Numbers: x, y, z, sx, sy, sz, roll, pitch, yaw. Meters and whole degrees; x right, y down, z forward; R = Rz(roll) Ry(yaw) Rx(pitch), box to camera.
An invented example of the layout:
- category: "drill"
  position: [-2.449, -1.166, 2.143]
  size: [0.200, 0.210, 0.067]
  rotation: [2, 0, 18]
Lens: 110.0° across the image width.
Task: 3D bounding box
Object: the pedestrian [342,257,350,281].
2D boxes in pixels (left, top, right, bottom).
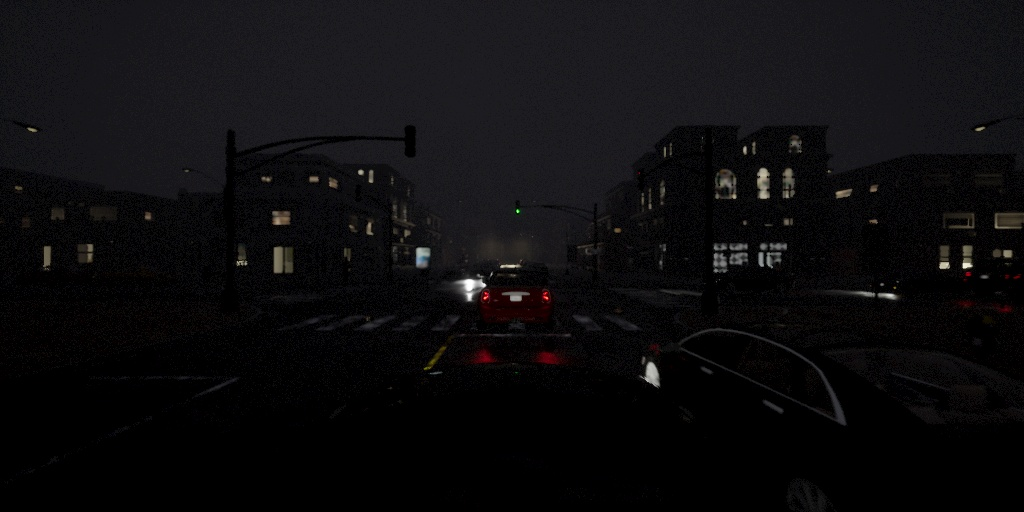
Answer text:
- category: "pedestrian"
  position: [-12.550, 0.949, 27.026]
  size: [0.375, 1.860, 0.375]
  rotation: [0, -1, 1]

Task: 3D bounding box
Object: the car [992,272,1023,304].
- category: "car"
  position: [23.644, 1.466, 15.096]
  size: [4.207, 1.307, 1.802]
  rotation: [0, 0, 1]

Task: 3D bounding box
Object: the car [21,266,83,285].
- category: "car"
  position: [-30.819, 1.288, 24.356]
  size: [4.207, 1.307, 1.802]
  rotation: [0, 0, 1]

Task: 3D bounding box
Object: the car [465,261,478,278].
- category: "car"
  position: [-3.070, 1.441, 34.746]
  size: [1.895, 1.301, 4.718]
  rotation: [0, 0, -1]

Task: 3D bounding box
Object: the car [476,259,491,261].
- category: "car"
  position: [-3.067, 1.432, 44.814]
  size: [1.994, 1.385, 4.181]
  rotation: [0, 0, 0]

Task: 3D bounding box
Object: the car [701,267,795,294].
- category: "car"
  position: [13.787, 1.388, 21.072]
  size: [4.892, 1.490, 1.837]
  rotation: [0, 0, 1]

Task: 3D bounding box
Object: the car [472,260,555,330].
- category: "car"
  position: [0.102, 1.128, 11.427]
  size: [2.097, 1.767, 4.553]
  rotation: [0, 0, 0]

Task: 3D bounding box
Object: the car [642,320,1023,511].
- category: "car"
  position: [2.691, 1.305, 3.485]
  size: [2.007, 1.370, 4.403]
  rotation: [0, 0, 0]

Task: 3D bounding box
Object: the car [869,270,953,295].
- category: "car"
  position: [23.633, 1.495, 20.920]
  size: [4.181, 1.385, 1.994]
  rotation: [0, 0, 2]

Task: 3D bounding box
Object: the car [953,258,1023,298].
- category: "car"
  position: [26.065, 1.139, 17.705]
  size: [5.566, 2.045, 2.150]
  rotation: [0, 0, 1]

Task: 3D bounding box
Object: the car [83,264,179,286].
- category: "car"
  position: [-25.452, 1.255, 24.272]
  size: [4.829, 1.417, 1.751]
  rotation: [0, 0, 1]

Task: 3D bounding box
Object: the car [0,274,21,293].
- category: "car"
  position: [-25.414, 1.212, 15.891]
  size: [4.403, 1.370, 2.007]
  rotation: [0, 0, 1]

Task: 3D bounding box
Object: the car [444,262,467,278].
- category: "car"
  position: [-5.687, 1.425, 35.889]
  size: [1.802, 1.307, 4.207]
  rotation: [0, 0, 0]
